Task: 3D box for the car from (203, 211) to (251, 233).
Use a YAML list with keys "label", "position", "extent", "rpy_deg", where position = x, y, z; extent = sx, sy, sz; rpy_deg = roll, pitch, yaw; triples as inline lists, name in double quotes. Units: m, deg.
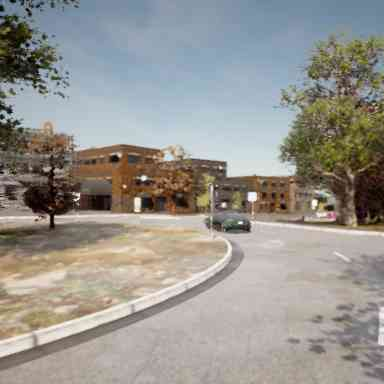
- label: "car"
  position: [2.403, 2.027, 23.563]
  extent: [1.994, 1.385, 4.181]
  rpy_deg: [1, -1, -22]
